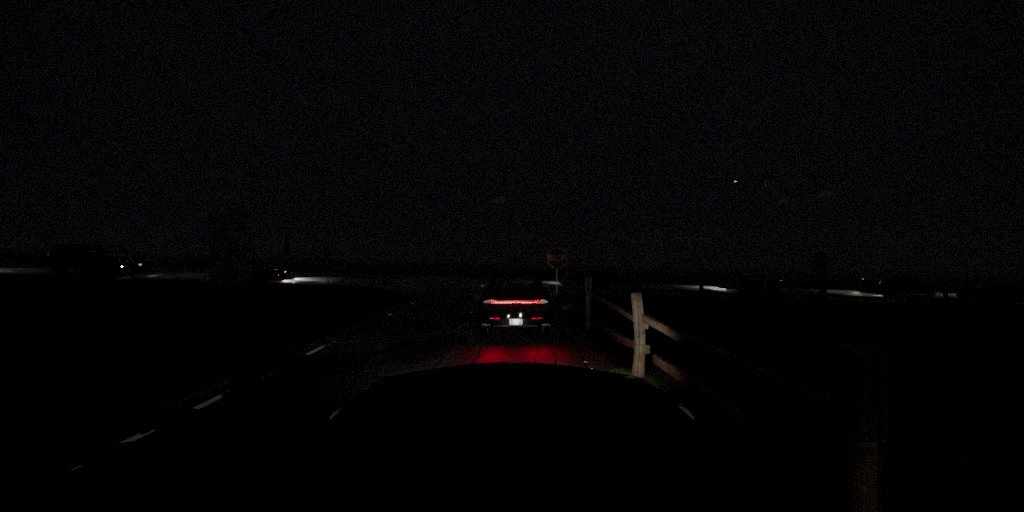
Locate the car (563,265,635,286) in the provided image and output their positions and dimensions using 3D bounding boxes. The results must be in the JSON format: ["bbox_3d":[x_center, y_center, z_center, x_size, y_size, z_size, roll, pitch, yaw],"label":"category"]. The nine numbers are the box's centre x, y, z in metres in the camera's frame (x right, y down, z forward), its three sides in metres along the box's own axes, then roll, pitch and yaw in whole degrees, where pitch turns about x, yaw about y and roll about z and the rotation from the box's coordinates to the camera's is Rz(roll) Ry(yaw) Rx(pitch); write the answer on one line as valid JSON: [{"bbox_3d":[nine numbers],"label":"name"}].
[{"bbox_3d":[6.545,1.433,27.346,5.357,1.411,2.033,2,5,0],"label":"car"}]

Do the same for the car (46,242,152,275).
[{"bbox_3d":[-28.099,0.138,24.456,5.566,2.045,2.150,2,3,0],"label":"car"}]

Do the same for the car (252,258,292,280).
[{"bbox_3d":[-17.452,0.835,24.456,4.181,1.385,1.994,2,3,0],"label":"car"}]

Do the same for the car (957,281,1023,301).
[{"bbox_3d":[33.255,2.442,24.359,4.181,1.385,1.994,2,3,0],"label":"car"}]

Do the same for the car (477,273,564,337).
[{"bbox_3d":[0.069,1.233,10.300,2.128,1.511,4.902,0,0,0],"label":"car"}]

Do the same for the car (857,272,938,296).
[{"bbox_3d":[29.257,1.972,27.297,4.553,1.767,2.097,2,3,0],"label":"car"}]

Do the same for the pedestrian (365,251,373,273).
[{"bbox_3d":[-12.114,0.522,30.400,0.375,1.860,0.375,0,1,0],"label":"pedestrian"}]

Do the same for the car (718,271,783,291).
[{"bbox_3d":[18.121,1.841,27.334,4.181,1.385,1.994,2,3,0],"label":"car"}]
